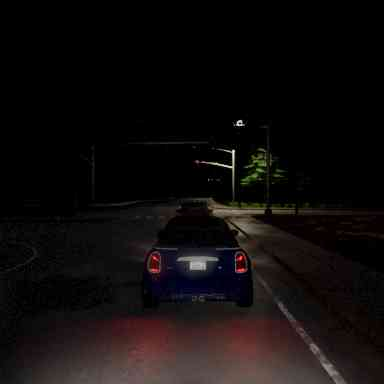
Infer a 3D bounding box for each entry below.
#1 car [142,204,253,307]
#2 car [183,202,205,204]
[{"bbox_3d":[0.106,1.347,8.116,2.097,1.767,4.553,0,0,0],"label":"car"},{"bbox_3d":[0.116,1.337,18.237,2.097,1.767,4.553,0,0,0],"label":"car"}]
